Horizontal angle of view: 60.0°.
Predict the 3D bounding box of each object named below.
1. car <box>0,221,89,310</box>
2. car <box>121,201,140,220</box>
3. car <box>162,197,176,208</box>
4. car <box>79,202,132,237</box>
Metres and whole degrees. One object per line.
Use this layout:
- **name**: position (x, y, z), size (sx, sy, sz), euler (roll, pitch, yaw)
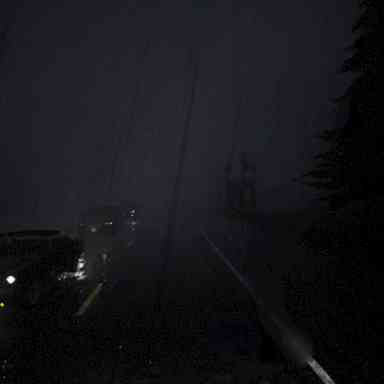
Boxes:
- **car**: position (-4.083, 1.648, 7.984), size (1.895, 1.301, 4.718), euler (-1, 0, -4)
- **car**: position (-5.534, 1.526, 28.501), size (1.837, 1.490, 4.892), euler (-1, 0, -3)
- **car**: position (-3.211, 1.411, 46.740), size (1.882, 1.535, 5.008), euler (-1, 0, -4)
- **car**: position (-4.820, 1.527, 18.176), size (2.128, 1.511, 4.902), euler (-1, 0, -4)
